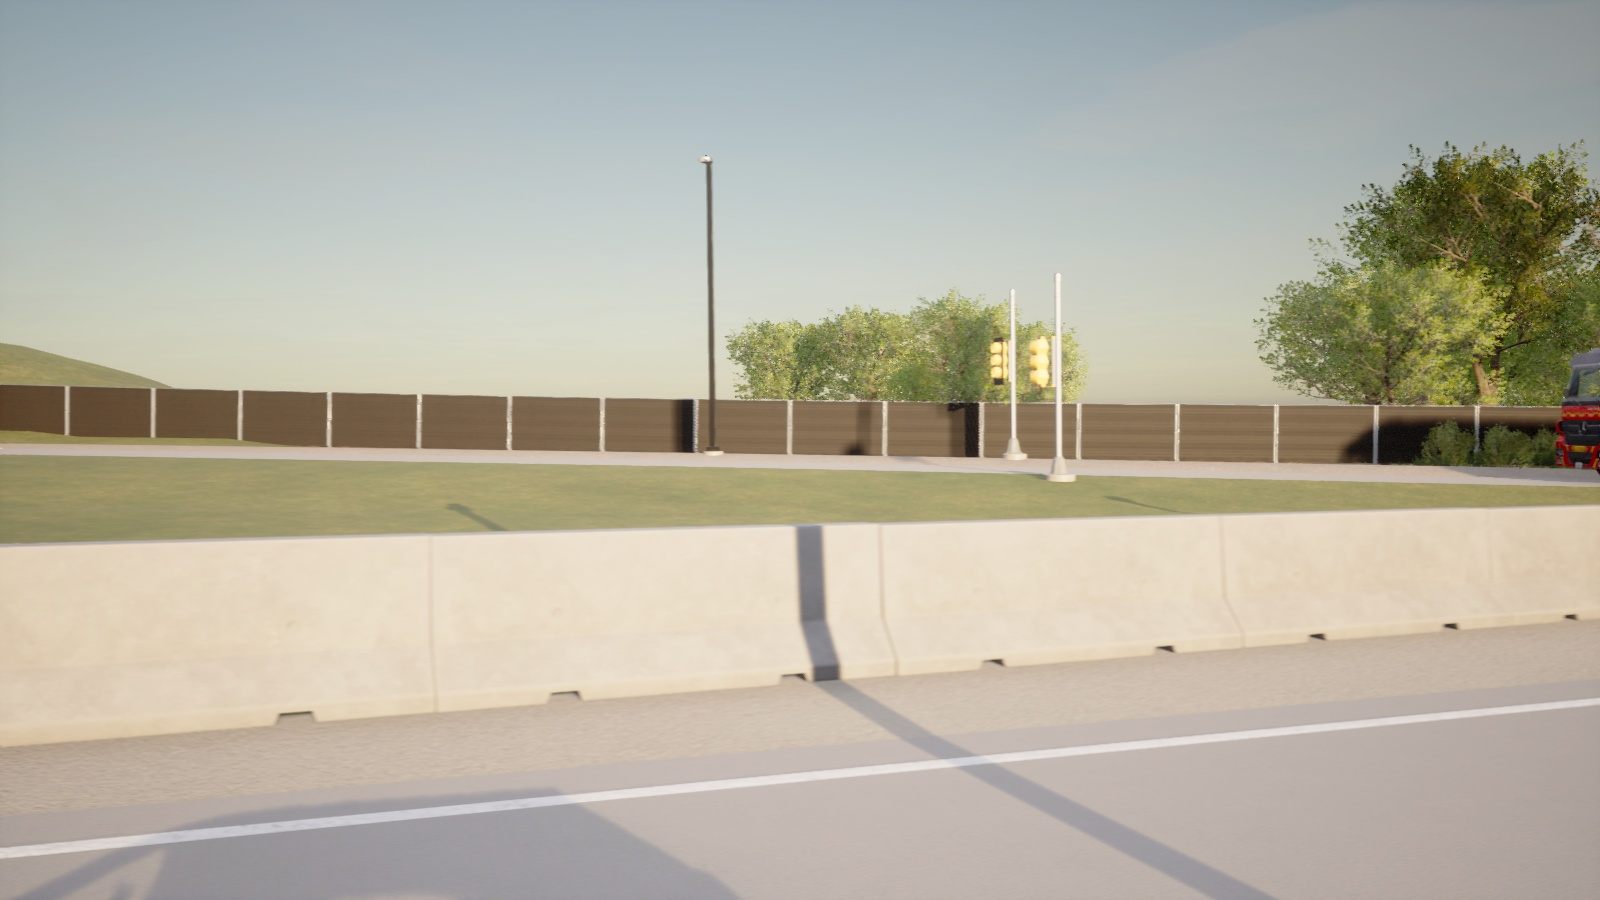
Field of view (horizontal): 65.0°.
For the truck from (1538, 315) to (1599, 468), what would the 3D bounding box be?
[{"bbox_3d":[24.255,-1.509,32.486,8.468,3.827,2.891,0,2,4],"label":"truck"}]
